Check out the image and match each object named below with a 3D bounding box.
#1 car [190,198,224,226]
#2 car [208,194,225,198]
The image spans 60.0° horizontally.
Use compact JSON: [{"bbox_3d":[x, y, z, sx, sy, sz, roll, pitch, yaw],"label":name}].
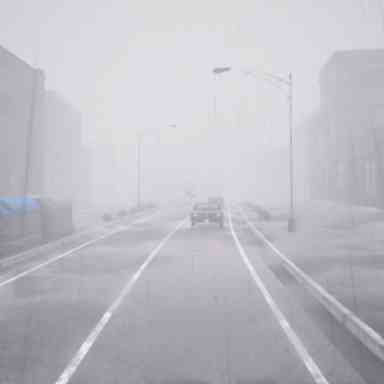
[{"bbox_3d":[1.001,1.277,20.520,1.895,1.301,4.718,0,1,5],"label":"car"},{"bbox_3d":[2.819,1.024,38.904,1.882,1.535,5.008,0,-1,6],"label":"car"}]
